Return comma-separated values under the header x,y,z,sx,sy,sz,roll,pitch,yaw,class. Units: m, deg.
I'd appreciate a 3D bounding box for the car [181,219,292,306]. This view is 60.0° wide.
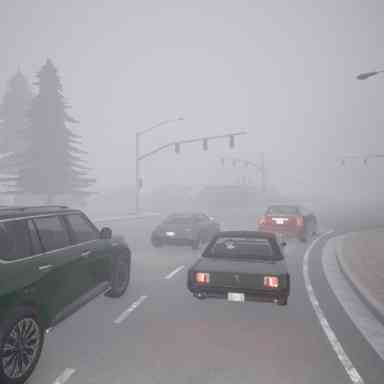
x,y,z,sx,sy,sz,roll,pitch,yaw,class
1.331,1.589,8.113,1.895,1.301,4.718,0,0,14,car

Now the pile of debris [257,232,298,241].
x,y,z,sx,sy,sz,roll,pitch,yaw,class
4.194,2.147,16.147,1.500,0.140,1.860,0,0,29,pile of debris

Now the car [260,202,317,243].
x,y,z,sx,sy,sz,roll,pitch,yaw,class
4.814,1.322,16.387,2.097,1.767,4.553,0,0,27,car

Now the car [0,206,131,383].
x,y,z,sx,sy,sz,roll,pitch,yaw,class
-2.787,1.222,5.513,2.150,2.045,5.566,0,0,8,car

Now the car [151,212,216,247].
x,y,z,sx,sy,sz,roll,pitch,yaw,class
-0.117,1.547,14.472,1.994,1.385,4.181,0,0,20,car

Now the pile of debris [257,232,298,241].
x,y,z,sx,sy,sz,roll,pitch,yaw,class
4.194,2.147,16.147,1.500,0.140,1.860,0,0,29,pile of debris
